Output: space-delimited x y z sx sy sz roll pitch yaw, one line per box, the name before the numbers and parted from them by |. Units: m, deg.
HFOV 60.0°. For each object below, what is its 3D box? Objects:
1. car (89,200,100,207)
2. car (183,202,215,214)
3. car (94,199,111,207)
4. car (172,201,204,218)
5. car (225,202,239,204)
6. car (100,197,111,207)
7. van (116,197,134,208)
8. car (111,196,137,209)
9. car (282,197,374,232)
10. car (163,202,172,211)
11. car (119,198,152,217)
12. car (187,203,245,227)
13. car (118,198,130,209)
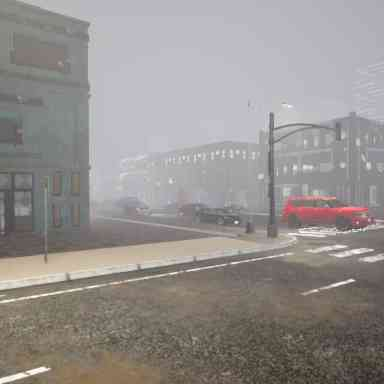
car | -18.294 2.268 64.053 1.895 1.301 4.718 -1 0 -36
car | 0.784 1.903 41.663 1.802 1.307 4.206 -2 0 -35
car | -18.455 2.227 68.733 1.887 1.381 4.507 -1 0 -35
car | 0.509 1.770 32.067 1.882 1.535 5.008 -1 0 -35
car | 3.990 1.809 37.151 2.008 1.369 4.403 -2 0 -35
car | -15.254 1.939 64.221 2.192 1.841 5.009 -1 0 -35
van | -12.047 1.906 59.709 1.690 1.788 3.998 -1 0 -35
car | -10.335 1.740 52.846 2.150 2.045 5.566 -1 0 -35
car | 8.467 1.334 21.285 2.150 2.045 5.566 -1 -1 -38
car | -2.421 1.965 46.174 1.802 1.307 4.206 -2 0 -35
car | -6.048 1.846 36.806 1.967 1.590 4.097 -1 0 -35
car | 1.894 1.814 25.425 1.947 1.339 4.313 -1 0 -35
car | -7.229 1.935 42.972 2.128 1.511 4.902 -1 0 -35
